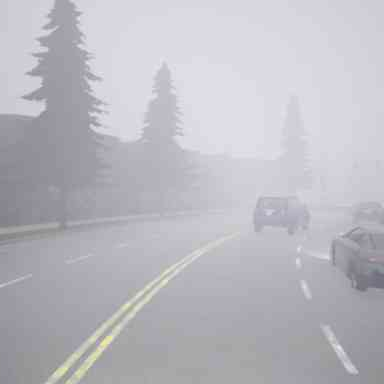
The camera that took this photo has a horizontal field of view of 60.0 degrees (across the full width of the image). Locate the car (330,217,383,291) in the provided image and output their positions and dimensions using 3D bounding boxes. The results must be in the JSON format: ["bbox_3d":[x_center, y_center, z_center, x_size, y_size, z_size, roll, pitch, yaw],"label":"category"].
[{"bbox_3d":[5.040,1.611,8.942,1.994,1.385,4.181,0,0,14],"label":"car"}]

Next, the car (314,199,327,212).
[{"bbox_3d":[16.415,1.650,41.970,4.902,1.511,2.128,1,0,-38],"label":"car"}]

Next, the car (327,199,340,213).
[{"bbox_3d":[18.334,1.650,39.030,5.008,1.535,1.882,1,0,-38],"label":"car"}]

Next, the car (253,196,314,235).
[{"bbox_3d":[5.383,1.267,19.653,2.150,2.045,5.566,0,-1,31],"label":"car"}]

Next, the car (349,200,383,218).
[{"bbox_3d":[13.976,1.481,25.464,2.097,1.767,4.553,1,0,41],"label":"car"}]

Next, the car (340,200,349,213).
[{"bbox_3d":[17.845,1.713,34.205,5.357,1.411,2.033,1,0,-37],"label":"car"}]
